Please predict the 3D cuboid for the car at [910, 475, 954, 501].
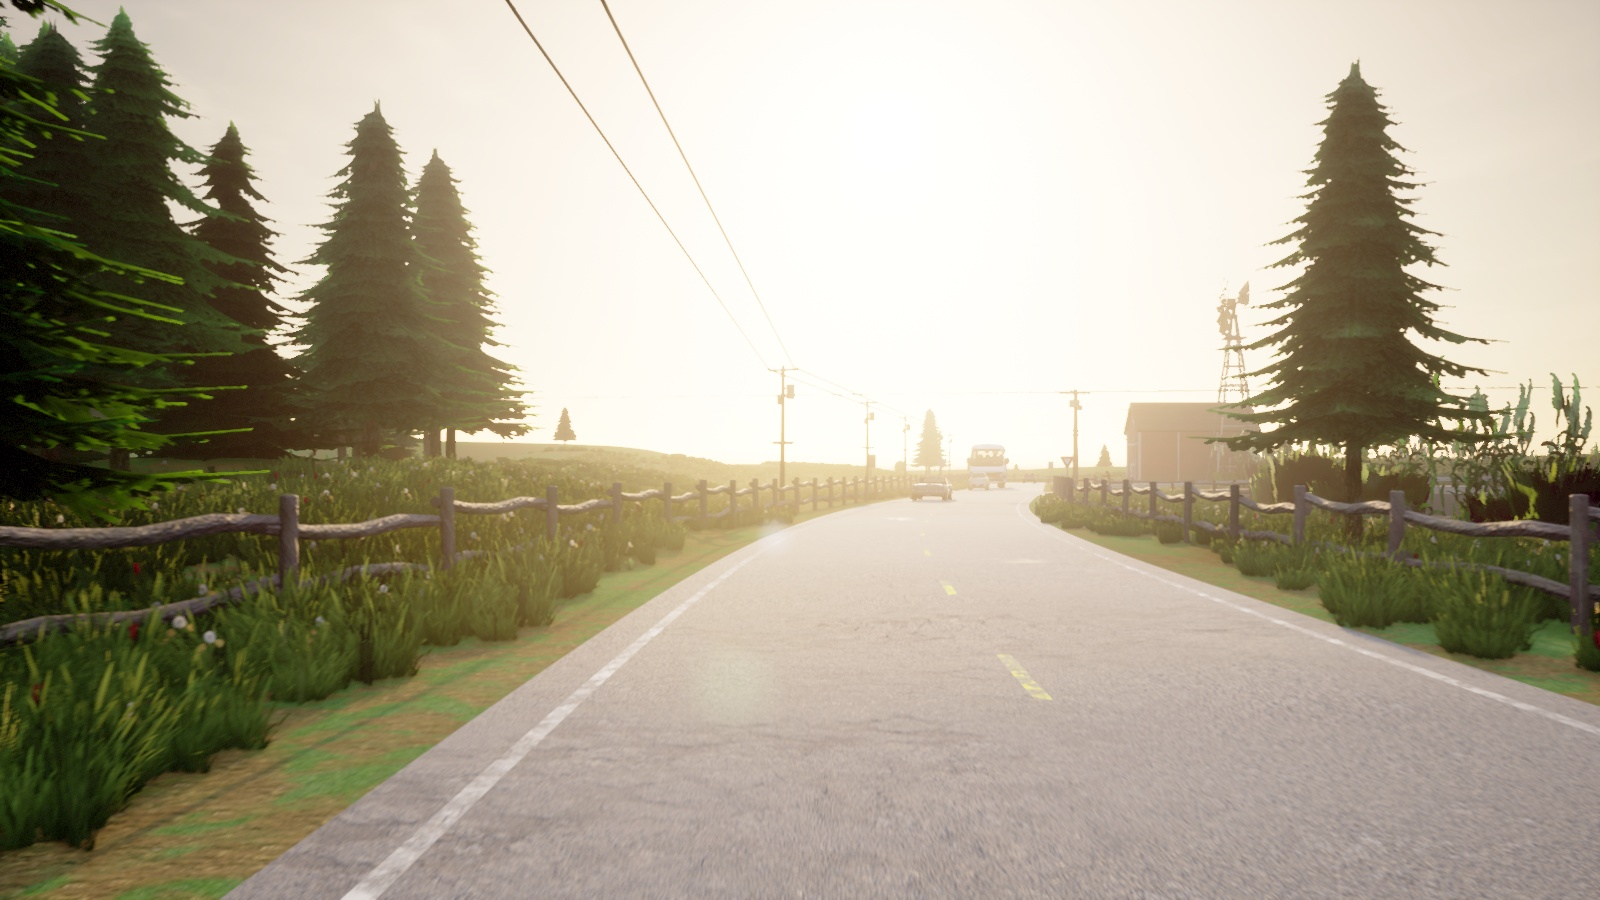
[{"bbox_3d":[7.164,2.023,67.812,1.895,1.301,4.718,0,-1,12],"label":"car"}]
